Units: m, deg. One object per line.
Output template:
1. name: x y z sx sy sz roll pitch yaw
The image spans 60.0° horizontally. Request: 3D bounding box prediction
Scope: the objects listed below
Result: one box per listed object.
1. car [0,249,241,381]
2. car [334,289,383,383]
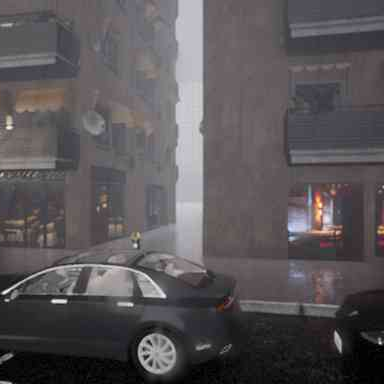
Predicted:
1. car: -1.493 1.560 4.962 4.403 1.369 2.008 0 0 11
2. car: 4.040 1.570 3.918 4.313 1.339 1.947 0 0 11
